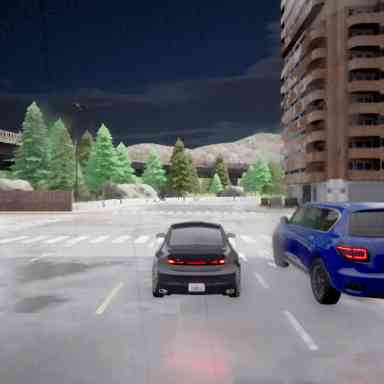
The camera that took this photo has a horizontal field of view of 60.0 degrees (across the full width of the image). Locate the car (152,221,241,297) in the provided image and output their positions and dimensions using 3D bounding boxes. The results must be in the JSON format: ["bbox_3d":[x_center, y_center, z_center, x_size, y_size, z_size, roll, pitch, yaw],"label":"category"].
[{"bbox_3d":[0.101,1.504,8.531,1.837,1.490,4.892,0,0,0],"label":"car"}]

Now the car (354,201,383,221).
[{"bbox_3d":[16.485,1.556,27.855,4.892,1.490,1.837,-1,0,0],"label":"car"}]

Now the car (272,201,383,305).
[{"bbox_3d":[3.601,1.221,8.228,2.150,2.045,5.566,0,0,0],"label":"car"}]
